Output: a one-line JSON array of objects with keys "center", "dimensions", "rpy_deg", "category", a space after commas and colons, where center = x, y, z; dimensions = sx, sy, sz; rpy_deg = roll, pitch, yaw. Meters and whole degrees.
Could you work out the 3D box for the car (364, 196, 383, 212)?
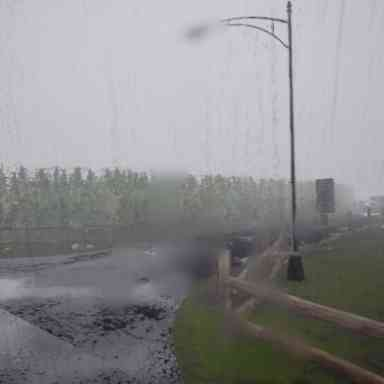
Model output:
[{"center": [24.388, 1.550, 43.658], "dimensions": [2.150, 2.045, 5.566], "rpy_deg": [-2, -1, 41], "category": "car"}]
